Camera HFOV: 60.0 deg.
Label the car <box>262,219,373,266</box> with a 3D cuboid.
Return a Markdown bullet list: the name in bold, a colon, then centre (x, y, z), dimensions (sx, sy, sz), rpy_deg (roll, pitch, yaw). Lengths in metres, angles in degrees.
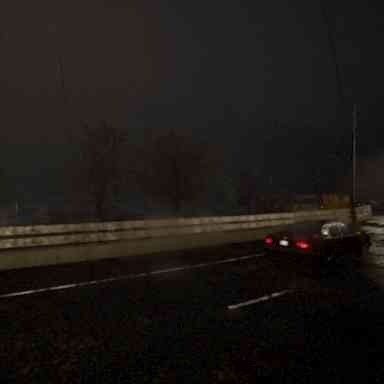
- **car**: centre (4.841, 1.732, 12.437), dimensions (5.357, 1.411, 2.033), rpy_deg (1, -1, -42)

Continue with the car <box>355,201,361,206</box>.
- **car**: centre (40.330, 2.779, 84.924), dimensions (1.895, 1.301, 4.718), rpy_deg (0, -1, 2)

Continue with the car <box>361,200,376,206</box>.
- **car**: centre (43.822, 2.736, 84.668), dimensions (2.128, 1.511, 4.902), rpy_deg (0, -1, 2)
